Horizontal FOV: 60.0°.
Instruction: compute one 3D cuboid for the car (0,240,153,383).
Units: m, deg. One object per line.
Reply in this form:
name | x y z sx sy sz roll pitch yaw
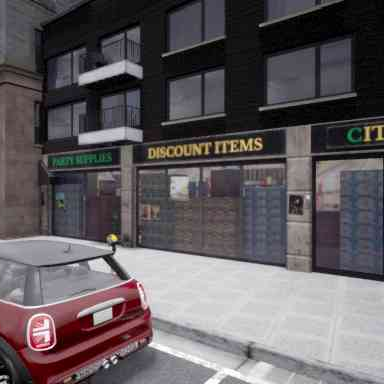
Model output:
car | -2.594 1.440 4.925 4.097 1.590 1.967 0 0 35
